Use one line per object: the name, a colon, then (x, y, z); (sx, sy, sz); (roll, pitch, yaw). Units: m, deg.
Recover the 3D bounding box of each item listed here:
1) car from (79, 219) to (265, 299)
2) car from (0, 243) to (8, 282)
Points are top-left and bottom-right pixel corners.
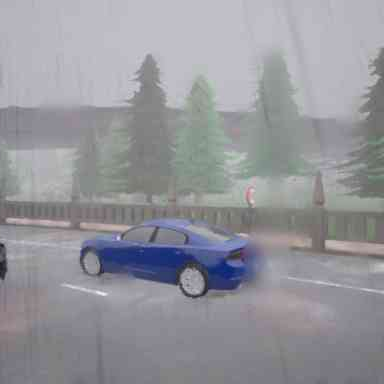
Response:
car: (-0.709, 1.426, 8.379); (5.008, 1.535, 1.882); (0, 0, 32)
car: (-6.411, 1.418, 7.725); (5.008, 1.535, 1.882); (0, 0, 30)
